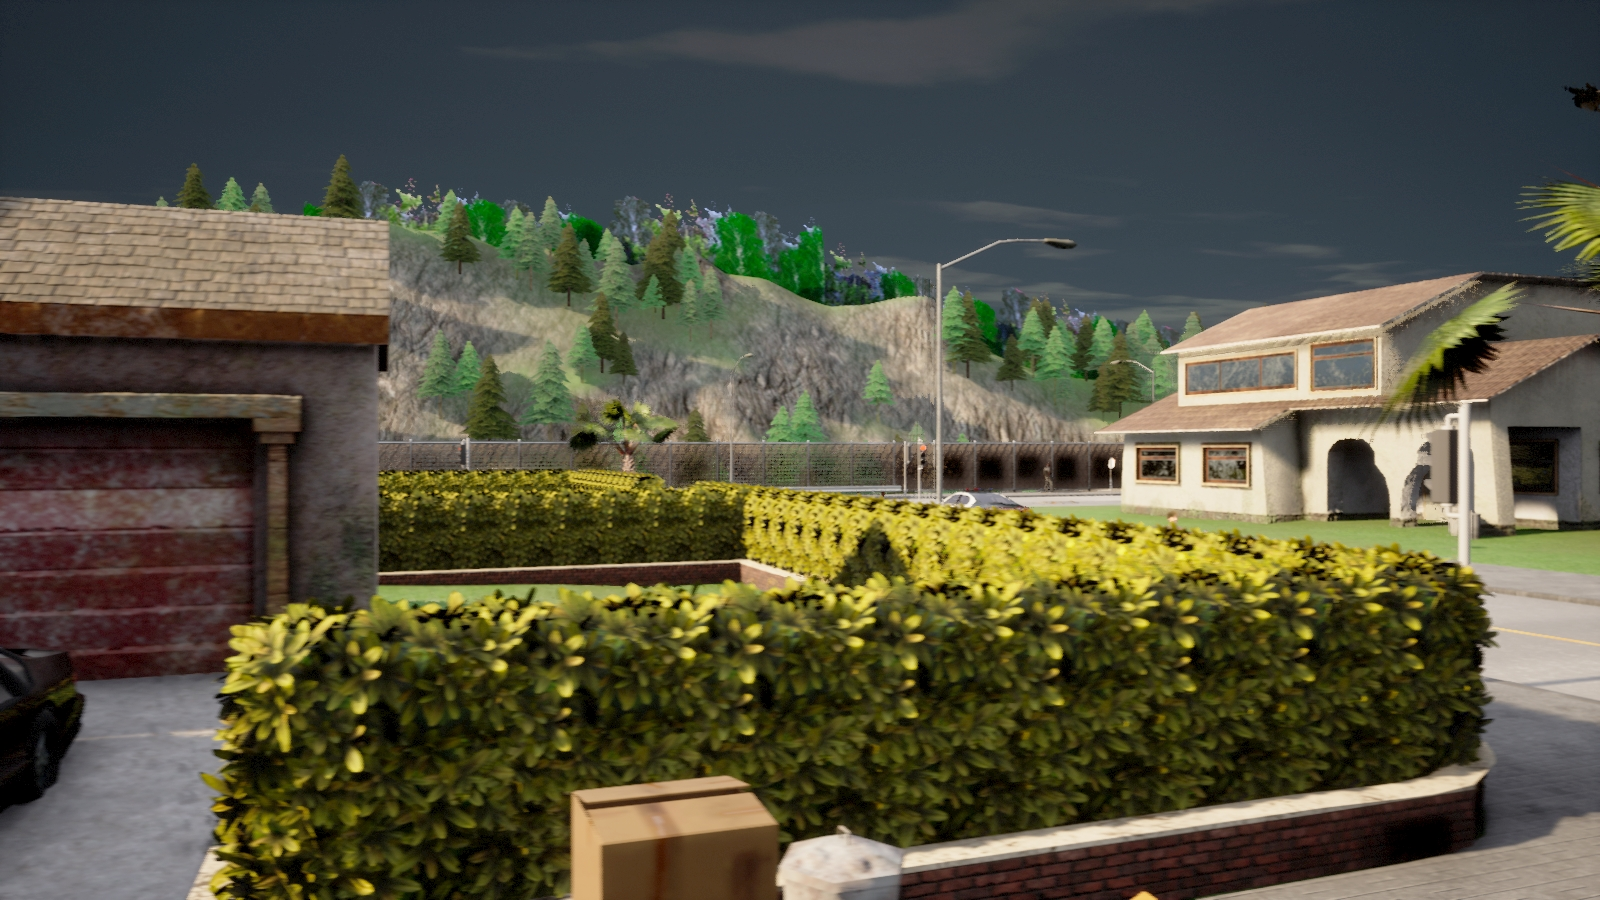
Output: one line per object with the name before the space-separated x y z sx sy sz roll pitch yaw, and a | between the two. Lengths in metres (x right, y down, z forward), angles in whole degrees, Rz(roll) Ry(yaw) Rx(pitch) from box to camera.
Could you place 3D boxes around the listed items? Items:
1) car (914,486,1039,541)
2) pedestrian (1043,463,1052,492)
car | 5.716 2.027 37.748 2.038 1.542 4.974 0 0 -18
pedestrian | 15.501 1.723 71.579 0.375 1.860 0.375 0 0 -26
